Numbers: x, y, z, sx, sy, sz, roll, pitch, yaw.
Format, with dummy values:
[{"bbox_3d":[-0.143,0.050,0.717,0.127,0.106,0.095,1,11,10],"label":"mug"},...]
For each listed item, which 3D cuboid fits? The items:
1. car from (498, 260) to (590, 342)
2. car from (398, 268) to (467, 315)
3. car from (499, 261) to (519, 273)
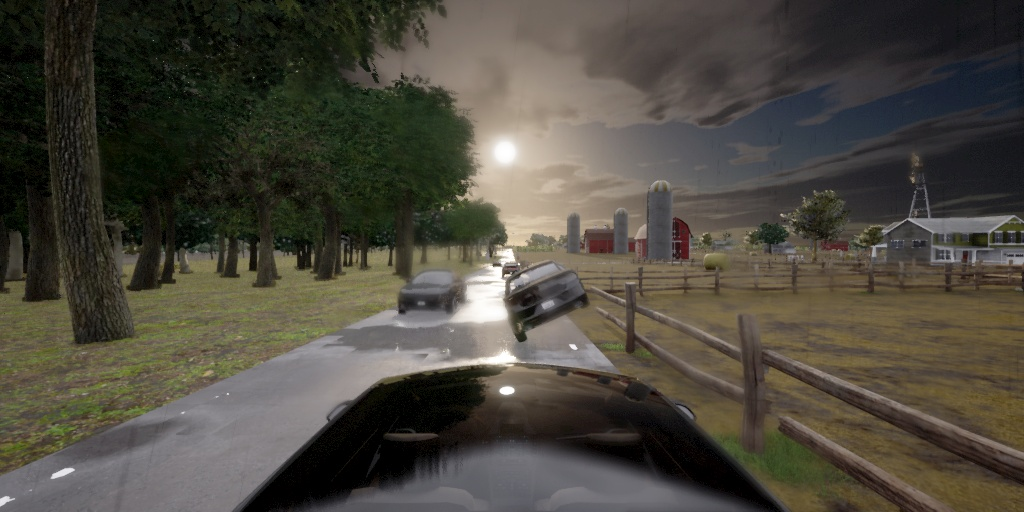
[{"bbox_3d":[0.699,0.975,9.892,1.882,1.535,5.008,-24,-2,-1],"label":"car"},{"bbox_3d":[-2.904,1.246,13.927,1.882,1.535,5.008,0,0,0],"label":"car"},{"bbox_3d":[-0.085,1.374,36.458,1.837,1.490,4.892,0,0,0],"label":"car"}]
